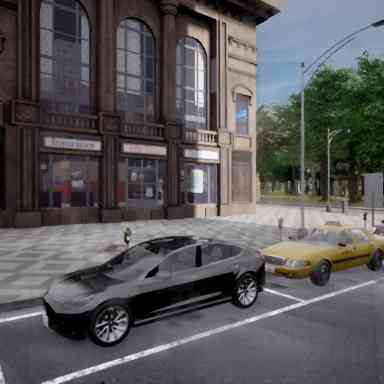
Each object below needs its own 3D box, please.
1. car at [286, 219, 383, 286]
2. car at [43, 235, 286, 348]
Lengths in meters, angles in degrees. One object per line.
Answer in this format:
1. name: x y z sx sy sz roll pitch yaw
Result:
1. car: 3.829 1.525 9.384 4.829 1.417 1.752 0 0 -36
2. car: -0.459 1.566 6.324 4.313 1.339 1.947 0 0 -36
